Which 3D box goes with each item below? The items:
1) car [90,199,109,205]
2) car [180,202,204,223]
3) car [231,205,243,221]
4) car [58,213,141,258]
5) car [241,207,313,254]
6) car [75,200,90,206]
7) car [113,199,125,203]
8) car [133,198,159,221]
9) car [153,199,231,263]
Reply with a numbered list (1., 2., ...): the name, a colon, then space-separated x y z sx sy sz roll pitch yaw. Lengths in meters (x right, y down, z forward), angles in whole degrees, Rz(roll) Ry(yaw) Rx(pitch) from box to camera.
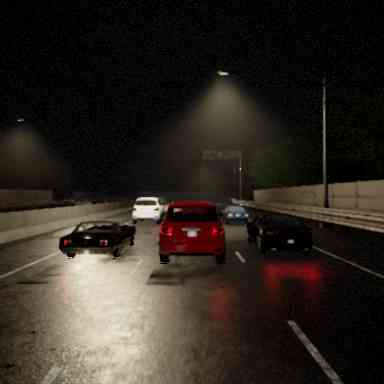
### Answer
1. car: -17.480 2.144 64.262 2.033 1.411 5.357 0 -1 0
2. car: 0.038 1.753 29.234 1.882 1.535 5.008 0 0 1
3. car: 3.518 1.808 27.497 2.033 1.411 5.357 0 0 0
4. car: -3.479 1.730 13.239 1.895 1.301 4.718 0 -1 0
5. car: 3.533 1.615 14.249 1.882 1.535 5.008 0 0 1
6. car: -20.978 2.197 64.160 1.895 1.301 4.718 0 -1 0
7. car: -13.992 2.103 64.422 1.837 1.490 4.892 0 0 1
8. car: -3.481 1.486 27.580 2.150 2.045 5.566 0 0 0
9. car: 0.014 1.347 12.553 2.150 2.045 5.566 0 0 0
